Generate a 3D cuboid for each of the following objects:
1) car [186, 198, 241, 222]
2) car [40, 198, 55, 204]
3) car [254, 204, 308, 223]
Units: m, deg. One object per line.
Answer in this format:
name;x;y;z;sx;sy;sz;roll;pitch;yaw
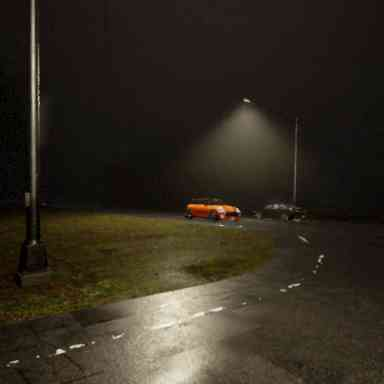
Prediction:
car;1.488;1.240;24.236;2.097;1.767;4.553;4;-3;-35
car;-38.325;2.282;87.567;2.097;1.767;4.553;4;-3;-33
car;7.344;1.750;28.045;2.128;1.511;4.902;4;-3;-35
